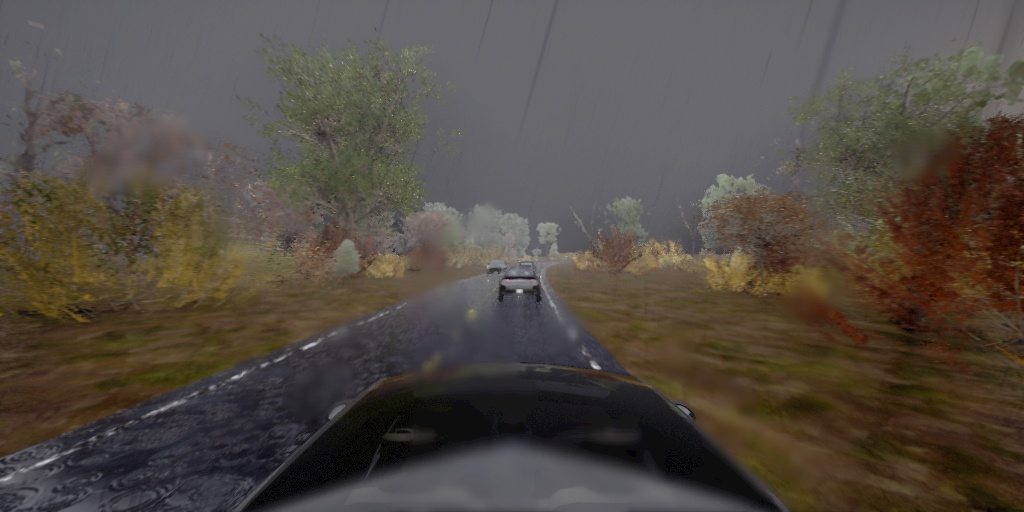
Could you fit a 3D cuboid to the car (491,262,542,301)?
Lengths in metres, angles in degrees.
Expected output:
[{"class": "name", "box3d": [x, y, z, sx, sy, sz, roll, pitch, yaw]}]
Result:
[{"class": "car", "box3d": [0.400, 1.245, 17.244, 2.128, 1.511, 4.902, 0, 0, 2]}]

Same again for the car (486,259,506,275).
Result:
[{"class": "car", "box3d": [-1.477, 1.102, 38.090, 2.097, 1.767, 4.553, 0, 0, 5]}]
